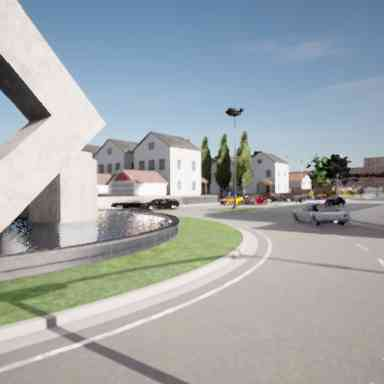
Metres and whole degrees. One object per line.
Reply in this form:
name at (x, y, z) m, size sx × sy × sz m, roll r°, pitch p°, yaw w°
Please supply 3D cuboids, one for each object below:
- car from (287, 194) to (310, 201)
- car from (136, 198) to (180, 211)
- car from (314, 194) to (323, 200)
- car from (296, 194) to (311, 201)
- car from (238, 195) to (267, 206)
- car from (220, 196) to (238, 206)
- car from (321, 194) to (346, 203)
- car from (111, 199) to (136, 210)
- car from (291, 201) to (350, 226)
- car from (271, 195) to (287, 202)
car at (21.051, 1.270, 65.418) m, size 1.812 × 1.442 × 4.674 m, roll 0°, pitch 0°, yaw 38°
car at (-3.826, 1.469, 40.337) m, size 4.892 × 1.490 × 1.837 m, roll -1°, pitch 1°, yaw -29°
car at (29.573, 1.143, 76.205) m, size 1.882 × 1.535 × 5.008 m, roll 0°, pitch 0°, yaw 38°
car at (25.993, 1.190, 77.318) m, size 1.837 × 1.490 × 4.892 m, roll 0°, pitch 0°, yaw 38°
car at (9.706, 1.201, 51.434) m, size 2.097 × 1.767 × 4.553 m, roll 0°, pitch 0°, yaw 41°
car at (6.419, 1.348, 52.977) m, size 1.882 × 1.535 × 5.008 m, roll 0°, pitch 0°, yaw 42°
car at (18.935, 1.299, 43.799) m, size 1.837 × 1.490 × 4.892 m, roll -1°, pitch 0°, yaw 37°
car at (-7.828, 1.591, 42.237) m, size 4.718 × 1.301 × 1.895 m, roll 0°, pitch 0°, yaw -21°
car at (8.454, 1.505, 22.413) m, size 1.895 × 1.301 × 4.718 m, roll 0°, pitch 0°, yaw -7°
car at (17.532, 1.330, 66.611) m, size 1.994 × 1.385 × 4.181 m, roll 0°, pitch 0°, yaw 38°
